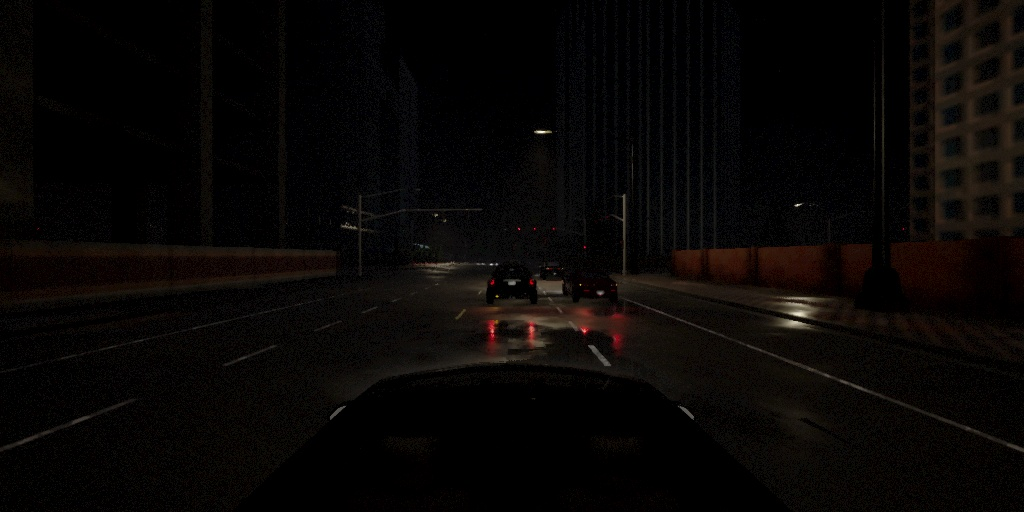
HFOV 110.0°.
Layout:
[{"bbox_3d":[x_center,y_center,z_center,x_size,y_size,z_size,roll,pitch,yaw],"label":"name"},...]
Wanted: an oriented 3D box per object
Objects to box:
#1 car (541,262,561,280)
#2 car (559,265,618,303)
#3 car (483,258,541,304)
[{"bbox_3d":[3.462,1.243,31.565,2.128,1.511,4.902,0,0,-1],"label":"car"},{"bbox_3d":[3.500,1.281,16.500,1.812,1.442,4.674,0,0,0],"label":"car"},{"bbox_3d":[0.000,1.114,16.470,2.097,1.767,4.553,0,0,0],"label":"car"}]
